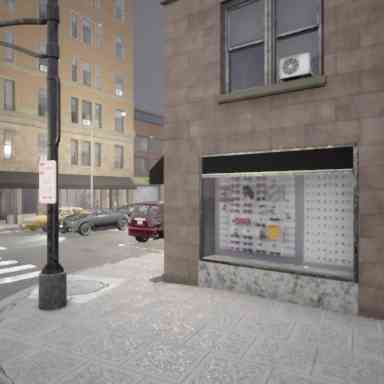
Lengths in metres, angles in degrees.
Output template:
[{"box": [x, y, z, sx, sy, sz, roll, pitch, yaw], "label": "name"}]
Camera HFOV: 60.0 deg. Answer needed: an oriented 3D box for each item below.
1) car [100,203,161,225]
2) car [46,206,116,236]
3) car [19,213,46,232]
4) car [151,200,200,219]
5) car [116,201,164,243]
[{"box": [-4.489, 1.547, 24.880, 1.947, 1.339, 4.313, 0, 0, 35], "label": "car"}, {"box": [-5.515, 1.556, 18.573, 1.994, 1.385, 4.181, 0, 0, 35], "label": "car"}, {"box": [-7.815, 1.518, 20.096, 1.752, 1.417, 4.829, 0, 0, 35], "label": "car"}, {"box": [-1.358, 1.495, 29.383, 1.752, 1.417, 4.829, 0, 0, 35], "label": "car"}, {"box": [-0.732, 1.305, 15.346, 2.192, 1.841, 5.009, 0, 0, 35], "label": "car"}]
